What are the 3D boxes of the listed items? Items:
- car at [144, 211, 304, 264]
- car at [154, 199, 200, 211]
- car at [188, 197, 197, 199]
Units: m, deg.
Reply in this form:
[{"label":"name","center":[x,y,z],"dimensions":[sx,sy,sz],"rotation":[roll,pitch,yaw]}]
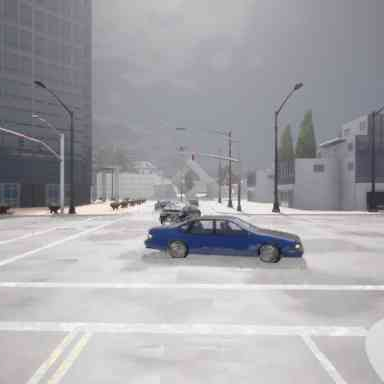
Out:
[{"label":"car","center":[1.054,1.555,11.600],"dimensions":[5.357,1.411,2.033],"rotation":[0,0,15]},{"label":"car","center":[-0.751,1.508,23.182],"dimensions":[2.128,1.511,4.902],"rotation":[0,0,16]},{"label":"car","center":[0.069,1.525,51.044],"dimensions":[1.812,1.442,4.674],"rotation":[0,0,0]}]
